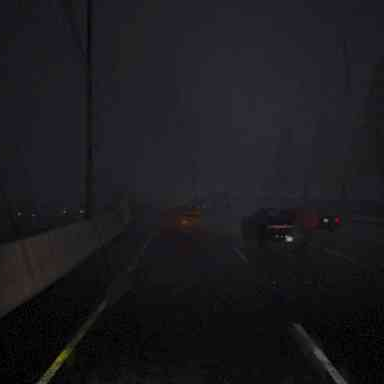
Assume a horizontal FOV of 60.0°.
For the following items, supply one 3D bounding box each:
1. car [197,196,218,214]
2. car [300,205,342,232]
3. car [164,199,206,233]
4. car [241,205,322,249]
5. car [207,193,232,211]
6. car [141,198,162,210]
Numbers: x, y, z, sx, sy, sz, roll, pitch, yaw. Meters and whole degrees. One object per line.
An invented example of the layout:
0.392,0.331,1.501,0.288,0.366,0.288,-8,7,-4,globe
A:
0.576,1.430,33.573,2.033,1.411,5.357,0,0,-14,car
6.487,1.479,19.244,2.033,1.411,5.357,0,0,-6,car
-0.569,1.410,19.263,1.882,1.535,5.008,0,0,-5,car
3.338,1.442,14.175,2.128,1.511,4.902,0,0,-3,car
2.809,1.086,38.760,2.150,2.045,5.566,0,0,-16,car
-4.872,1.425,39.903,1.994,1.385,4.181,0,0,-17,car
